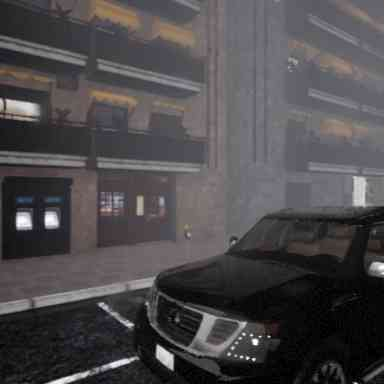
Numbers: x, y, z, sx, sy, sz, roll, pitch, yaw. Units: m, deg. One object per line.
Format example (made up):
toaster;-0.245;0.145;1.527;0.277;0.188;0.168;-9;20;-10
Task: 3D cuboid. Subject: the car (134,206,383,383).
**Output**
car;1.974;1.250;4.809;5.566;2.045;2.150;1;-1;-36
